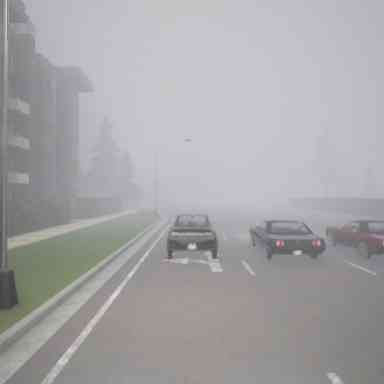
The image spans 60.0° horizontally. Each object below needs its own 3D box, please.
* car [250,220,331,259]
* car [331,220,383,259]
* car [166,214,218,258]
[{"bbox_3d":[3.520,1.748,13.229,1.895,1.301,4.718,0,-1,0],"label":"car"},{"bbox_3d":[7.020,1.748,13.228,1.895,1.301,4.718,0,-1,0],"label":"car"},{"bbox_3d":[0.024,1.643,13.483,2.128,1.511,4.902,0,0,0],"label":"car"}]
